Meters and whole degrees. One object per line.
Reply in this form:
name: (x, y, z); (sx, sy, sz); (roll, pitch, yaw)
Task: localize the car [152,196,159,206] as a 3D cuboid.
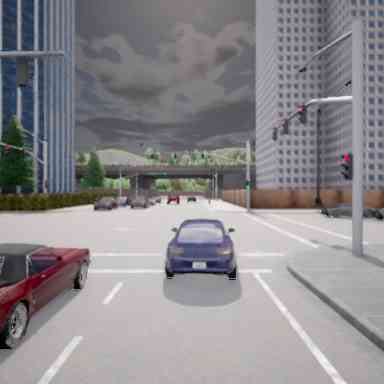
car: (-7.104, 1.586, 54.638); (1.895, 1.301, 4.718); (0, 0, 0)

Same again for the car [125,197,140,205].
car: (-10.578, 1.585, 59.356); (1.895, 1.301, 4.718); (0, 0, 1)

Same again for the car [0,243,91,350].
car: (-3.418, 1.599, 6.162); (1.895, 1.301, 4.718); (0, 0, 0)

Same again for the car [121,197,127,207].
car: (-10.614, 1.478, 50.133); (2.128, 1.511, 4.902); (0, 0, 0)

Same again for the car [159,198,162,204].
car: (-7.031, 1.546, 64.686); (1.994, 1.385, 4.181); (0, 0, 0)

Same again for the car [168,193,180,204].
car: (-3.442, 1.204, 63.514); (2.150, 2.045, 5.566); (0, 0, 0)

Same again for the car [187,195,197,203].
car: (-0.035, 1.458, 70.333); (1.837, 1.490, 4.892); (0, 0, 0)

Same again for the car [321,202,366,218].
car: (13.616, 1.555, 29.250); (4.181, 1.385, 1.994); (0, 0, 0)

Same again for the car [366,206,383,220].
car: (16.276, 1.556, 25.739); (4.181, 1.385, 1.994); (0, 0, 0)

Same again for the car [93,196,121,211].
car: (-10.619, 1.341, 41.173); (2.097, 1.767, 4.553); (0, 0, 0)

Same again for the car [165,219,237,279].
car: (0.318, 1.523, 9.948); (1.812, 1.442, 4.674); (0, 0, 4)

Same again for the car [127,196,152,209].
car: (-7.117, 1.340, 45.656); (2.097, 1.767, 4.553); (0, 0, 0)
